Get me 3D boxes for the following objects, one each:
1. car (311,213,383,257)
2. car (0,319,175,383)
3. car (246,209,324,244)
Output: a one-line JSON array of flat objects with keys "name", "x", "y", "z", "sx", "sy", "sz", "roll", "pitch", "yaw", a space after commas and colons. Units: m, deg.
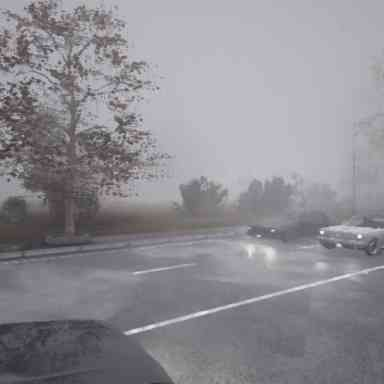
[{"name": "car", "x": 7.064, "y": 1.587, "z": 13.077, "sx": 4.718, "sy": 1.301, "sz": 1.895, "roll": 0, "pitch": 0, "yaw": -34}, {"name": "car", "x": -2.652, "y": 1.547, "z": 1.845, "sx": 5.357, "sy": 1.411, "sz": 2.033, "roll": 0, "pitch": 0, "yaw": -35}, {"name": "car", "x": 5.113, "y": 1.532, "z": 15.990, "sx": 5.357, "sy": 1.411, "sz": 2.033, "roll": 0, "pitch": 0, "yaw": -34}]
